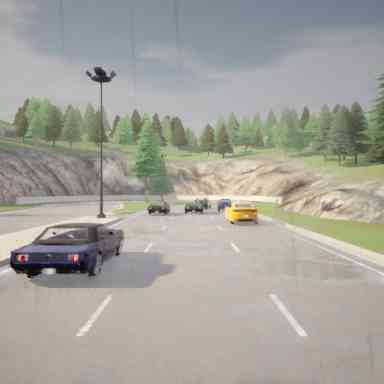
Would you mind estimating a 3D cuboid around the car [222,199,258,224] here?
[{"bbox_3d":[3.594,1.477,24.694,1.882,1.535,5.008,0,0,0],"label":"car"}]

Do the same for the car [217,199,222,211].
[{"bbox_3d":[4.113,1.526,40.407,1.812,1.442,4.674,0,0,6],"label":"car"}]

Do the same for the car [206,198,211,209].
[{"bbox_3d":[1.388,1.491,44.565,2.128,1.511,4.902,0,0,12],"label":"car"}]

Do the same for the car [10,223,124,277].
[{"bbox_3d":[-3.403,1.601,10.163,1.895,1.301,4.718,0,0,0],"label":"car"}]

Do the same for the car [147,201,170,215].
[{"bbox_3d":[-3.305,1.601,34.280,1.895,1.301,4.718,0,0,2],"label":"car"}]

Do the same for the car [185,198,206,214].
[{"bbox_3d":[0.254,1.601,35.364,1.895,1.301,4.718,0,0,2],"label":"car"}]
